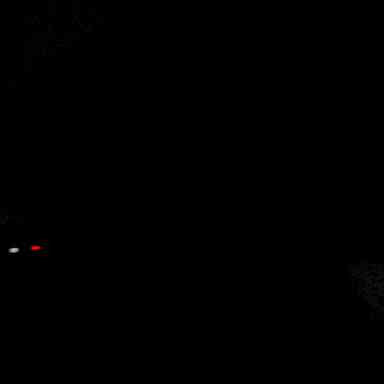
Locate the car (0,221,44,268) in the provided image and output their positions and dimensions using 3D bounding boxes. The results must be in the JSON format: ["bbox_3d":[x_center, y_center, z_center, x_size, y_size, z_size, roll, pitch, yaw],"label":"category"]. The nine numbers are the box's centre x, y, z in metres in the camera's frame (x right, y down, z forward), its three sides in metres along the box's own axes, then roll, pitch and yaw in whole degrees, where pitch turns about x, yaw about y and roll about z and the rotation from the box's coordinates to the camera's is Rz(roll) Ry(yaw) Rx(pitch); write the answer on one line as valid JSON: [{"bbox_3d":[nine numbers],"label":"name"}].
[{"bbox_3d":[-6.726,1.703,11.219,2.033,1.411,5.357,2,-2,-43],"label":"car"}]
